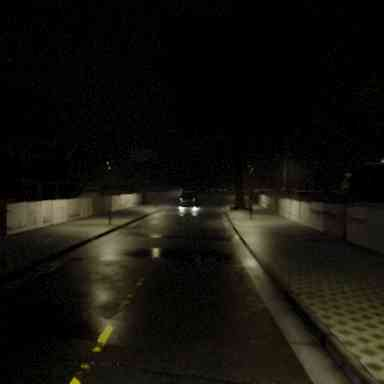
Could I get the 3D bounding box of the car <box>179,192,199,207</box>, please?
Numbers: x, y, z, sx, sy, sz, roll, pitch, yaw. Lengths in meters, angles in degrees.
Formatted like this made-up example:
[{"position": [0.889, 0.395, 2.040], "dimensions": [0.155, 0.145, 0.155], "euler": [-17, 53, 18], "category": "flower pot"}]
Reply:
[{"position": [-0.339, 0.851, 41.548], "dimensions": [2.097, 1.767, 4.553], "euler": [0, 1, 6], "category": "car"}]
